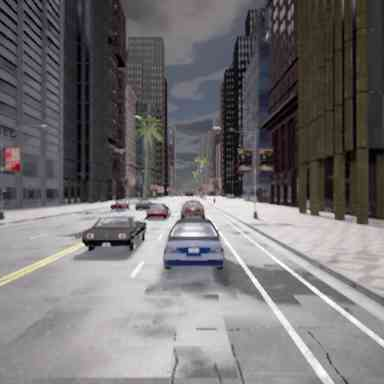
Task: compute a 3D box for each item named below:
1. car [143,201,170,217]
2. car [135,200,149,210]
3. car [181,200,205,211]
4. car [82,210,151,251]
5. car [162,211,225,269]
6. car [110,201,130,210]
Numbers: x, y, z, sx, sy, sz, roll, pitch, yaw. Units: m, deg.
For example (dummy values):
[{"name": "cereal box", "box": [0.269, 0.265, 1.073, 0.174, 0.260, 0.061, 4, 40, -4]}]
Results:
[{"name": "car", "box": [-3.168, 1.751, 31.730, 1.994, 1.385, 4.181, 0, 0, 0]}, {"name": "car", "box": [-6.602, 1.817, 45.874, 2.033, 1.411, 5.357, 0, 0, 0]}, {"name": "car", "box": [0.080, 1.534, 30.969, 2.097, 1.767, 4.553, 0, 0, 0]}, {"name": "car", "box": [-3.170, 1.687, 14.600, 1.895, 1.301, 4.718, 0, 0, 0]}, {"name": "car", "box": [0.065, 1.615, 11.359, 2.033, 1.411, 5.357, 0, 0, 0]}, {"name": "car", "box": [-9.850, 1.870, 45.718, 1.895, 1.301, 4.718, 0, 0, 0]}]
